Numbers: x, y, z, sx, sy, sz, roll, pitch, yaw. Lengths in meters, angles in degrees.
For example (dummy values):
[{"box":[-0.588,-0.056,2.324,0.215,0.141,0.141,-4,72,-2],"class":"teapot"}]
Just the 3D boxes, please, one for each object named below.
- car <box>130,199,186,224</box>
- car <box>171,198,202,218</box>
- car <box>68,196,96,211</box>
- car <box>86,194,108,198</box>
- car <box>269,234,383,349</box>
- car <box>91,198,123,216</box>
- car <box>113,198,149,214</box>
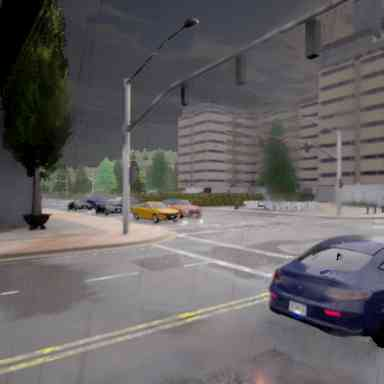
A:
[{"box":[-2.847,1.503,25.752,1.882,1.535,5.008,0,0,-36],"class":"car"},{"box":[-1.076,1.383,29.278,2.097,1.767,4.553,0,0,-36],"class":"car"},{"box":[-13.835,1.591,41.026,1.994,1.385,4.181,0,0,-36],"class":"car"},{"box":[-13.125,1.255,46.031,2.150,2.045,5.566,0,0,-36],"class":"car"},{"box":[3.414,1.537,6.212,4.674,1.442,1.812,0,0,-36],"class":"car"},{"box":[-8.092,1.590,33.034,1.994,1.385,4.181,0,0,-35],"class":"car"},{"box":[-6.945,1.524,37.431,2.128,1.511,4.902,0,0,-36],"class":"car"}]
